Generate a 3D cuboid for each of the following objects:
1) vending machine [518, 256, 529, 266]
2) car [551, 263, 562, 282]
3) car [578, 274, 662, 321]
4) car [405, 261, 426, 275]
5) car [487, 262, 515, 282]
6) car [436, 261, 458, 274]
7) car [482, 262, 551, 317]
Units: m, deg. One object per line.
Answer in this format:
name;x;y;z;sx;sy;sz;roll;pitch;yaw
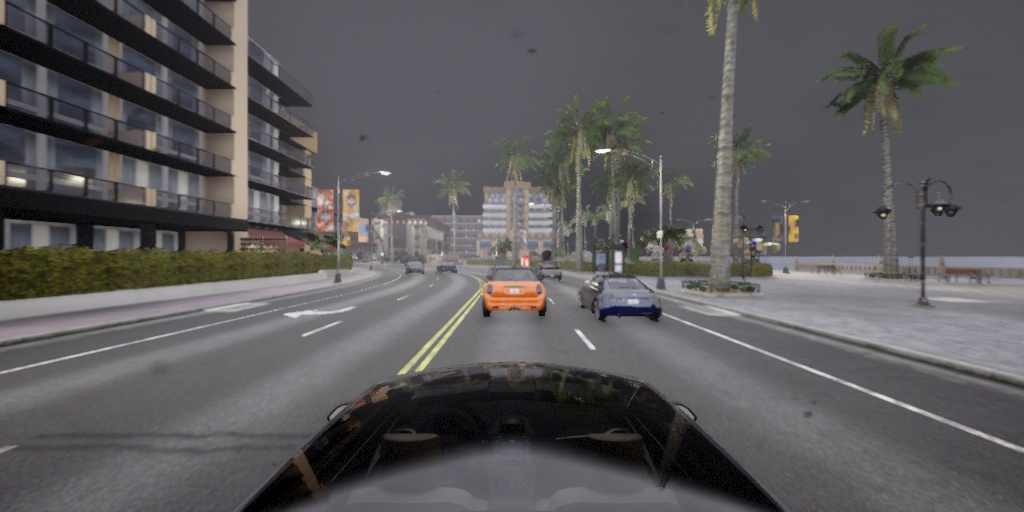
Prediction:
vending machine;2.051;0.981;56.070;1.100;2.100;0.880;0;0;-26
car;2.672;1.260;28.867;2.128;1.511;4.902;0;0;-7
car;3.584;1.320;12.569;1.994;1.385;4.181;0;0;0
car;-10.593;1.280;39.155;1.837;1.490;4.892;0;0;-19
car;-0.989;1.294;29.842;1.812;1.442;4.674;0;0;-8
car;-7.529;1.324;41.208;2.033;1.411;5.357;0;0;-19
car;0.086;1.111;13.413;2.097;1.767;4.553;0;0;0
